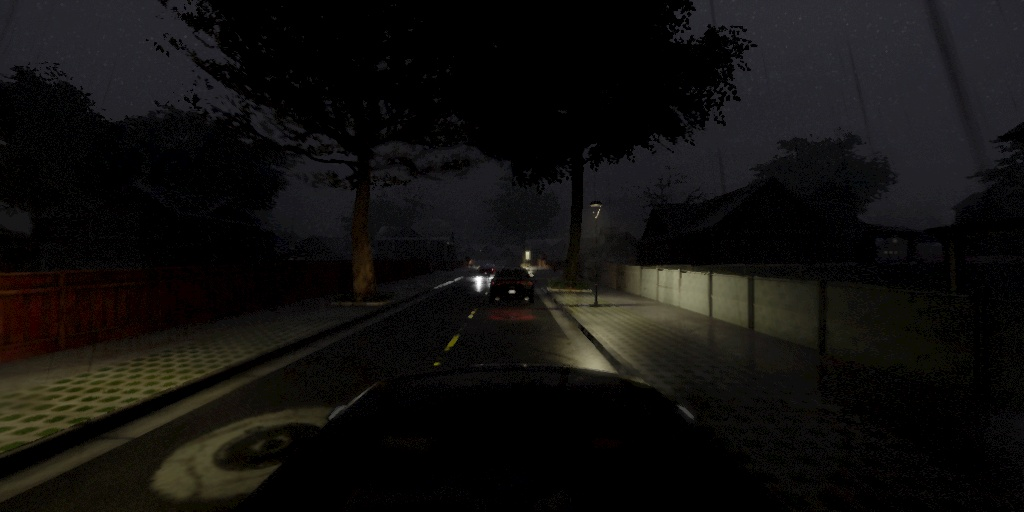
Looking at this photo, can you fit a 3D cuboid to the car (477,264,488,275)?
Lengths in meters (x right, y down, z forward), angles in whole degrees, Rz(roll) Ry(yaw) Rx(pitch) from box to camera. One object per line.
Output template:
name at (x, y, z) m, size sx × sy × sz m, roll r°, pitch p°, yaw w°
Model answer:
car at (-2.750, 1.499, 39.720) m, size 1.895 × 1.301 × 4.718 m, roll 0°, pitch 0°, yaw 0°

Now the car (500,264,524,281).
car at (0.000, 1.424, 31.550) m, size 1.895 × 1.301 × 4.718 m, roll 0°, pitch 0°, yaw 0°

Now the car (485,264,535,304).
car at (0.000, 1.252, 16.510) m, size 1.882 × 1.535 × 5.008 m, roll 0°, pitch 0°, yaw 0°
